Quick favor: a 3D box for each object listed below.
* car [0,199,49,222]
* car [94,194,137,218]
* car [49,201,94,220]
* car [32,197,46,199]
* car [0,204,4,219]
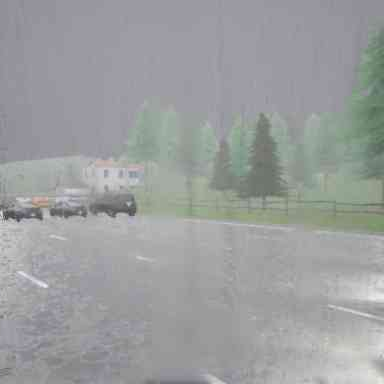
[{"bbox_3d":[-13.190,1.515,26.014,1.812,1.442,4.674,0,0,-43],"label":"car"},{"bbox_3d":[-7.114,1.169,29.786,2.150,2.045,5.566,0,0,-43],"label":"car"},{"bbox_3d":[-10.534,1.495,28.299,1.812,1.442,4.674,0,0,-43],"label":"car"},{"bbox_3d":[-20.280,1.451,43.795,1.882,1.535,5.008,0,0,-43],"label":"car"},{"bbox_3d":[-14.452,1.607,22.268,1.895,1.301,4.718,0,0,-43],"label":"car"}]
